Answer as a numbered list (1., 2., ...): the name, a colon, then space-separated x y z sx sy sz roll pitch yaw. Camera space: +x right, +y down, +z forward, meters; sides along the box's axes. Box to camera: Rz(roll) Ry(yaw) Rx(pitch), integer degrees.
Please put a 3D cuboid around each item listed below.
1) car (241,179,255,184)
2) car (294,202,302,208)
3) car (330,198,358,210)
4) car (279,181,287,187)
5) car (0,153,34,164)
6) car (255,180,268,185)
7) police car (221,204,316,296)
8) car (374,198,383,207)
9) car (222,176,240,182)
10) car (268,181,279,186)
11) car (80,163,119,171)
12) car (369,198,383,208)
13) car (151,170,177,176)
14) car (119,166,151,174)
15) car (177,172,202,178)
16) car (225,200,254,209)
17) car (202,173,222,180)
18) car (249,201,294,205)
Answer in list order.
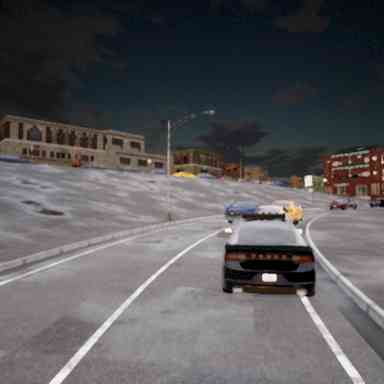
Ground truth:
1. car: 10.674 -2.074 70.987 2.002 1.452 4.674 -3 -5 44
2. car: 6.434 1.343 23.040 1.882 1.535 5.008 -2 -1 25
3. car: 18.833 1.500 41.340 4.674 1.442 1.812 0 -3 -41
4. car: 21.736 -1.580 83.445 2.435 2.045 5.566 -3 -5 40
5. car: -22.141 -3.856 41.284 4.553 1.767 2.185 2 -4 -40
6. car: 14.358 -1.882 74.960 2.231 1.521 4.892 -3 -5 43
7. police car: 1.854 1.336 8.617 1.930 1.638 5.238 -1 0 10
8. car: 34.245 1.915 58.559 4.902 1.511 2.128 1 -3 -38
9. car: 6.837 -2.314 67.026 4.792 1.488 2.163 3 -5 -45
10. car: 18.094 -1.744 79.179 2.185 1.767 4.553 -3 -5 41
11. car: -13.746 -3.396 48.287 4.892 1.521 2.231 2 -4 -40
12. car: 27.917 1.571 49.009 4.902 1.511 2.128 1 -3 -39
13. car: -5.333 -2.971 55.467 4.674 1.452 2.002 3 -4 -41
14. car: -9.517 -3.215 51.830 4.892 1.521 2.231 3 -4 -40
15. car: -1.229 -2.796 59.196 5.008 1.535 2.097 3 -4 -42
16. car: 4.457 1.471 28.779 1.882 1.535 5.008 -2 -1 31
17. car: 2.777 -2.702 63.001 4.553 1.767 2.185 3 -5 -43
18. car: 4.256 1.394 17.742 1.812 1.442 4.674 -1 0 20
